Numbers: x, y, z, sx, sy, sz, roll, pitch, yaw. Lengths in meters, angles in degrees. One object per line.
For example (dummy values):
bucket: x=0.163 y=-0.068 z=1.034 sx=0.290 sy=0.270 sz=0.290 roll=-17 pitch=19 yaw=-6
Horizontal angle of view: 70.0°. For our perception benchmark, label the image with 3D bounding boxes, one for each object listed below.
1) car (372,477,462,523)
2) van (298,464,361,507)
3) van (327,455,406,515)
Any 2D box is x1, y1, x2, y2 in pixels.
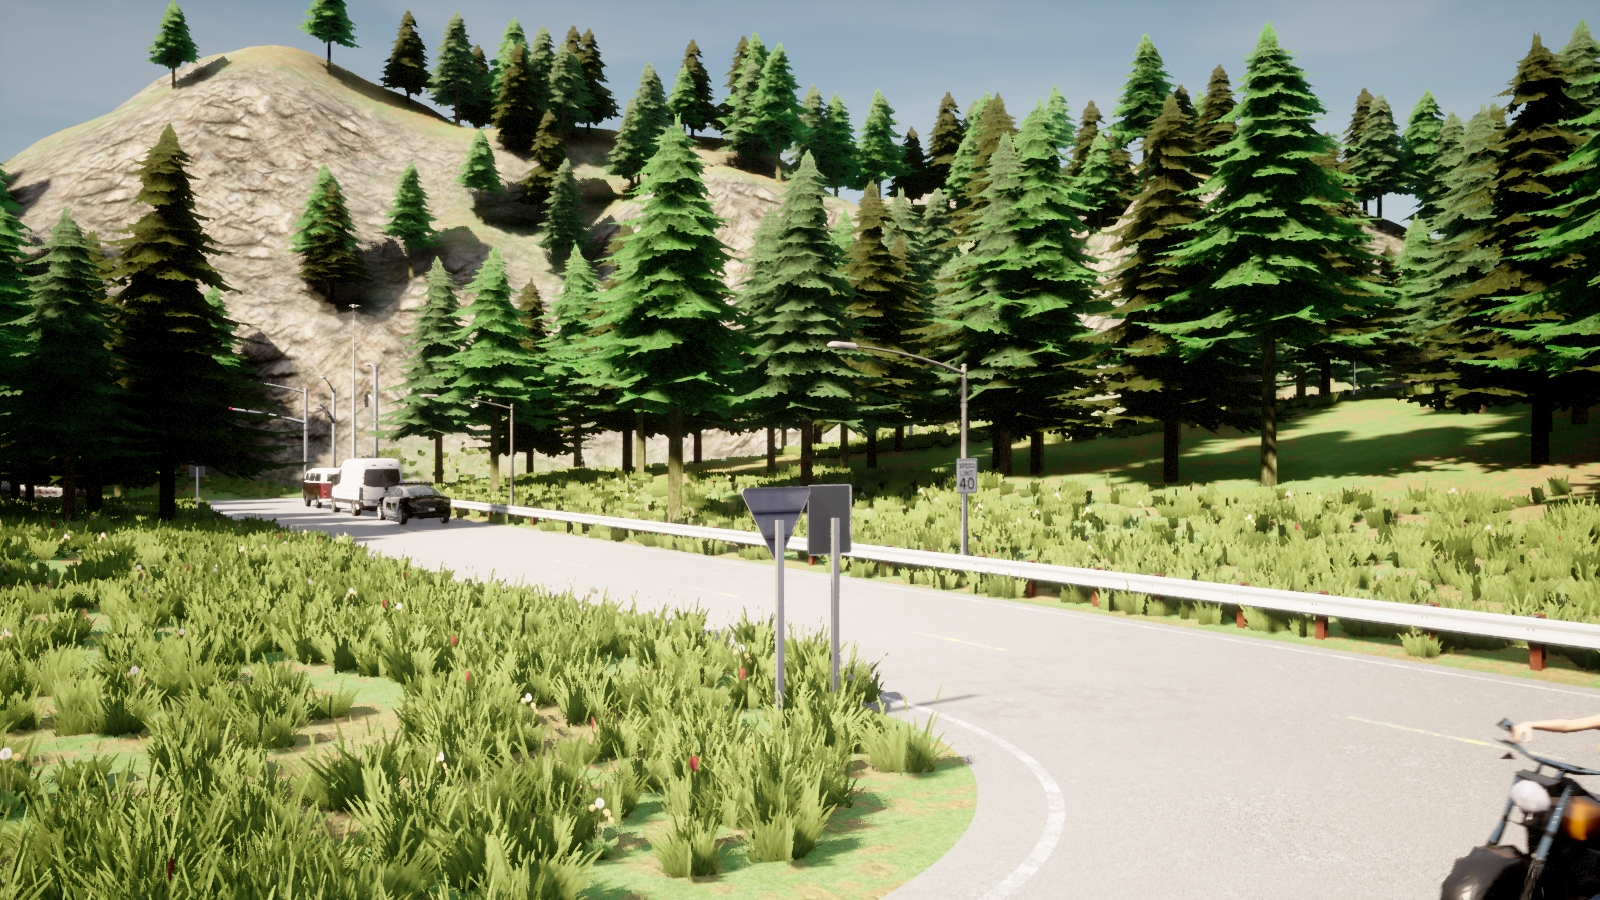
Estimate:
car: x=-15.723 y=1.982 z=46.760 sx=2.097 sy=1.638 sz=5.238 roll=0 pitch=0 yaw=-35
van: x=-24.143 y=1.782 z=58.581 sx=2.069 sy=2.038 sz=4.480 roll=0 pitch=0 yaw=-35
van: x=-20.079 y=1.534 z=52.765 sx=1.988 sy=2.561 sz=5.915 roll=0 pitch=0 yaw=-35
